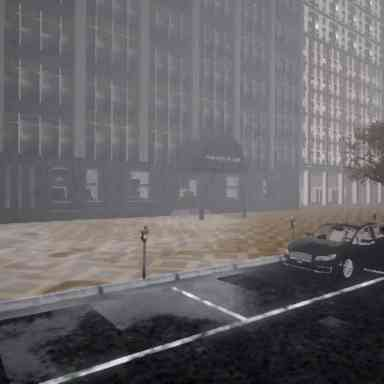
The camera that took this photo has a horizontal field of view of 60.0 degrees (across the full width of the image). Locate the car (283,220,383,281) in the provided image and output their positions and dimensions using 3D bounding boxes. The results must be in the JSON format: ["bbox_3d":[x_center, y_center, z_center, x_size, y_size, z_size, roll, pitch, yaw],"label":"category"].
[{"bbox_3d":[4.539,1.551,9.788,4.403,1.369,2.008,0,1,-35],"label":"car"}]
